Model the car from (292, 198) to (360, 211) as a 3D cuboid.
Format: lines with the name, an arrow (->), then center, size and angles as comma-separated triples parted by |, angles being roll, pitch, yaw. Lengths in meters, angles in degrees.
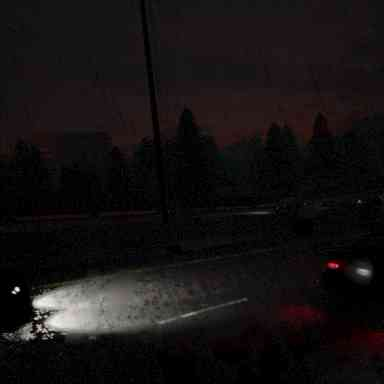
car -> 9.651, 1.353, 23.773 | 4.718, 1.301, 1.895 | -1, 0, -35

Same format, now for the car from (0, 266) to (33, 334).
car -> -4.613, 1.575, 4.755 | 4.181, 1.385, 1.994 | -1, 0, -36

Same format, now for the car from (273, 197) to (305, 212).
car -> 9.951, 1.214, 32.584 | 4.674, 1.442, 1.812 | -1, 1, -35

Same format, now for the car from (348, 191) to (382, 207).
car -> 16.955, 0.883, 33.275 | 4.553, 1.767, 2.097 | -3, 2, -35

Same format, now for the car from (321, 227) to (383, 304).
car -> 5.101, 1.452, 7.387 | 5.357, 1.411, 2.033 | -1, 0, -36
